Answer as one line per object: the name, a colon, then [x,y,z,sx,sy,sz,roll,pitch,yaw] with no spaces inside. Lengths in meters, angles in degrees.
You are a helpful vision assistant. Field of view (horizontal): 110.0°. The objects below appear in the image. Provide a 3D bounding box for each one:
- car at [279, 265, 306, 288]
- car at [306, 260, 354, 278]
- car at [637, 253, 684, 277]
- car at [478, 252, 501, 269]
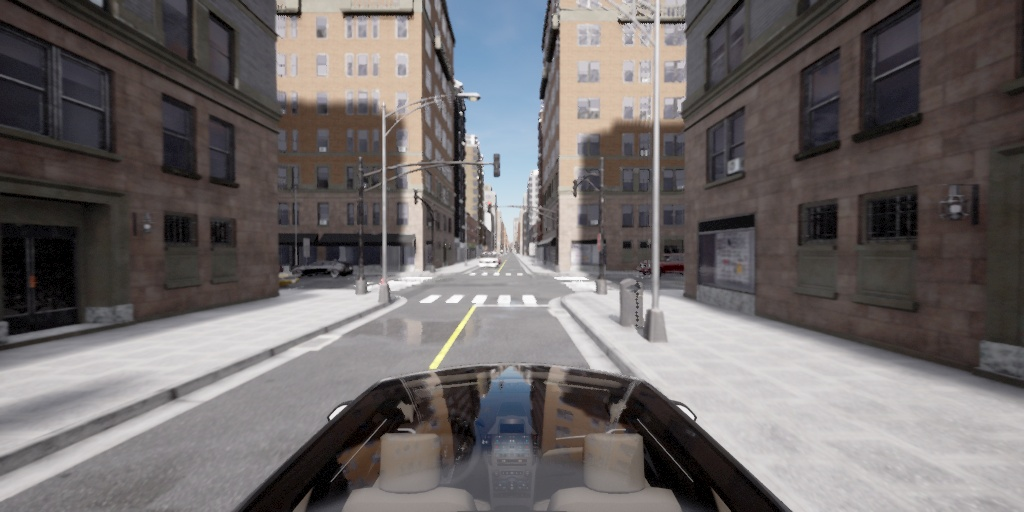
car: [-14.381,1.084,19.699,4.829,1.417,1.751,0,0,0]
car: [-14.529,0.989,27.723,4.313,1.339,1.948,0,0,0]
car: [12.353,0.715,27.681,5.009,1.841,2.192,0,0,0]
car: [-2.745,0.566,42.857,2.150,2.045,5.566,0,2,0]
